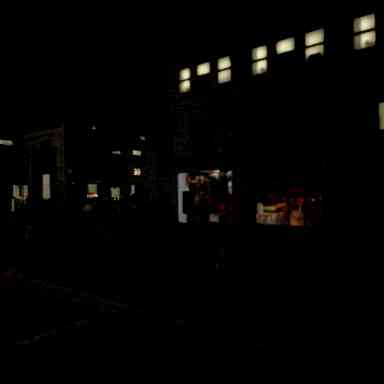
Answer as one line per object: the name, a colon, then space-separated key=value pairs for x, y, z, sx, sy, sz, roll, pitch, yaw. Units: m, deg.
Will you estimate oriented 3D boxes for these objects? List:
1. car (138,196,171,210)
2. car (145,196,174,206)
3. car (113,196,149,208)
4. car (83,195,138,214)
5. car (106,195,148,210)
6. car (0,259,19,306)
car: x=-4.409 y=1.191 z=34.709 sx=2.008 sy=1.369 sz=4.403 roll=-1 pitch=0 yaw=36
car: x=-4.669 y=1.256 z=48.588 sx=1.802 sy=1.307 sz=4.206 roll=0 pitch=0 yaw=36
car: x=-8.025 y=1.252 z=43.977 sx=1.752 sy=1.417 sz=4.829 roll=0 pitch=0 yaw=36
car: x=-7.565 y=1.215 z=30.373 sx=1.752 sy=1.417 sz=4.829 roll=-1 pitch=0 yaw=36
car: x=-7.736 y=1.191 z=39.982 sx=1.882 sy=1.535 sz=5.008 roll=-1 pitch=0 yaw=36
car: x=-5.102 y=1.574 z=6.681 sx=4.206 sy=1.307 sz=1.802 roll=0 pitch=-1 yaw=36
